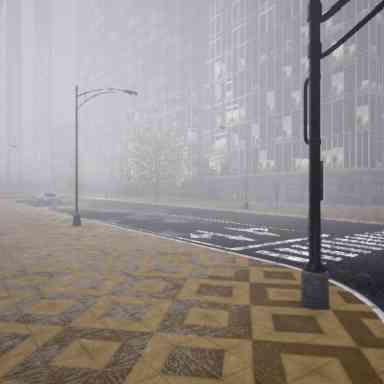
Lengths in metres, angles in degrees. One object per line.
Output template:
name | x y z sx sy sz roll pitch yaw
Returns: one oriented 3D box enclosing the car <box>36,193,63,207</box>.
car | -15.938 0.813 37.082 1.812 1.442 4.674 0 1 -38
